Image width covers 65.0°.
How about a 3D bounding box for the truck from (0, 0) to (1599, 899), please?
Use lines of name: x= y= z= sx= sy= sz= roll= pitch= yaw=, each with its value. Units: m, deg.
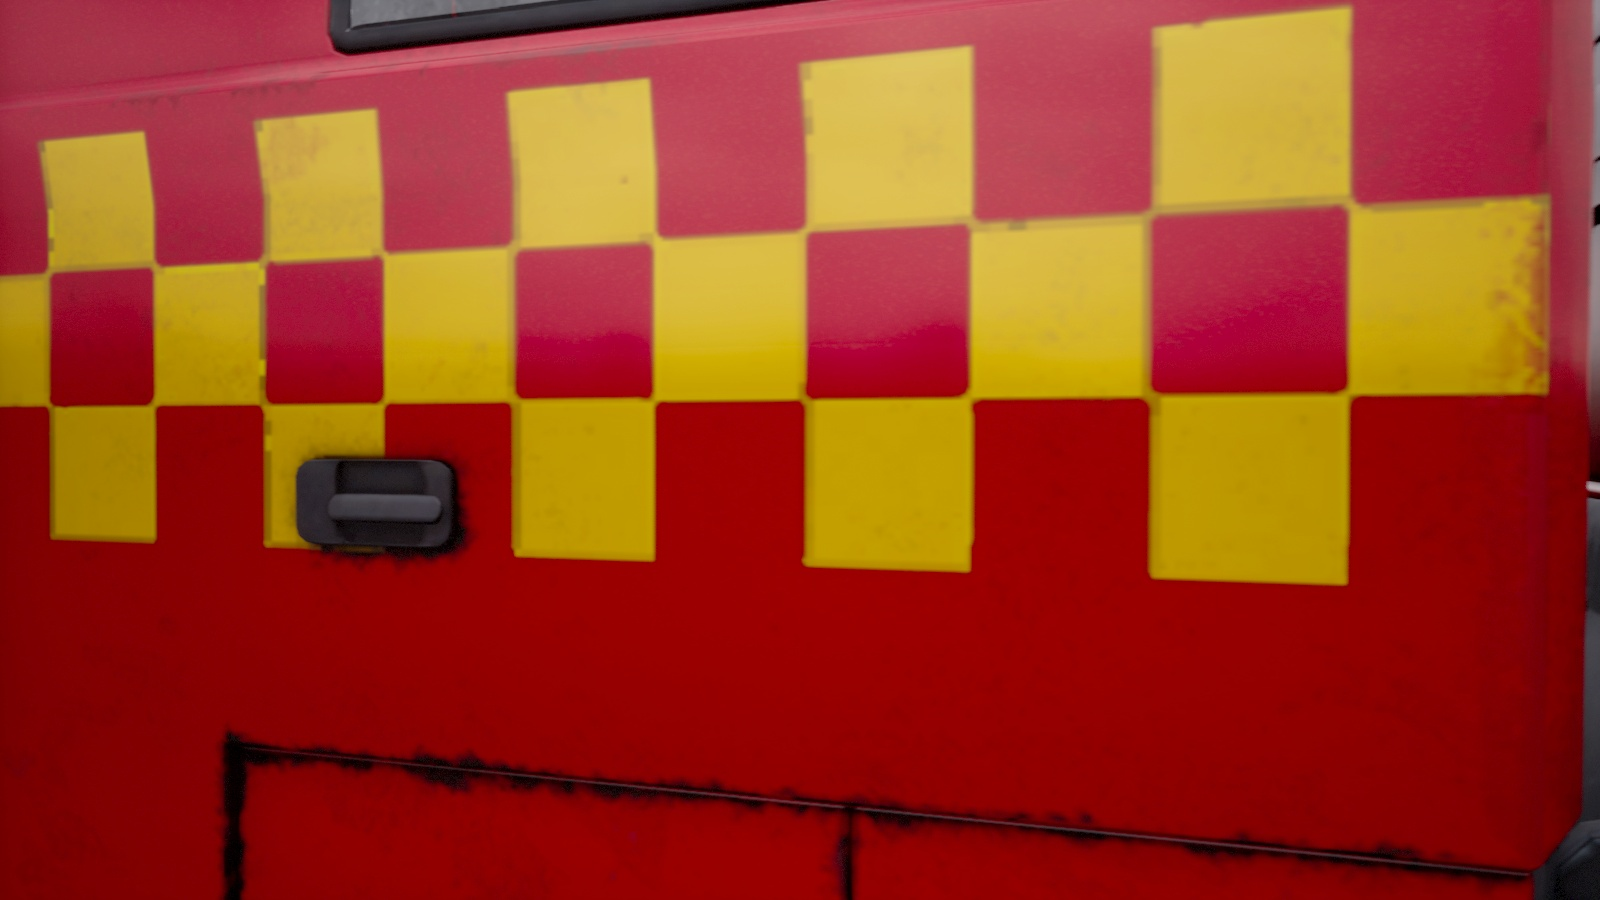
truck: x=-0.146 y=-0.394 z=3.208 sx=8.468 sy=3.827 sz=2.891 roll=1 pitch=1 yaw=18
